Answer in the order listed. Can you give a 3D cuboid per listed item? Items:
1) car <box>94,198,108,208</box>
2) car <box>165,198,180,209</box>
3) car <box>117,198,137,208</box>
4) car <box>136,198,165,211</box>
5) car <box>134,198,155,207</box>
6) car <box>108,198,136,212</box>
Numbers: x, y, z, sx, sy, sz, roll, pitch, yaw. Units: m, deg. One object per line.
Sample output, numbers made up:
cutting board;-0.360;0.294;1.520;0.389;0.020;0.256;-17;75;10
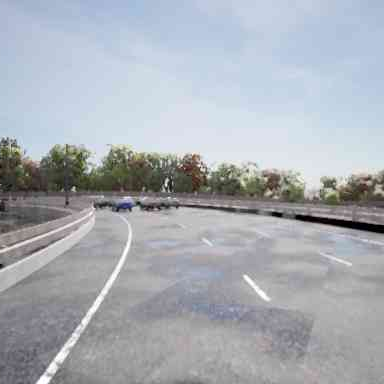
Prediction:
car;-14.058;1.745;52.593;1.837;1.490;4.892;-1;0;-32
car;-3.416;1.600;47.174;2.128;1.511;4.902;-1;0;-27
car;-10.526;1.725;53.476;1.812;1.442;4.674;-1;0;-29
car;-5.488;1.631;43.153;1.837;1.490;4.892;-1;0;-23
car;-8.076;1.776;56.240;1.895;1.301;4.718;-1;0;-32
car;-8.990;1.643;42.443;1.882;1.535;5.008;-1;0;-23
